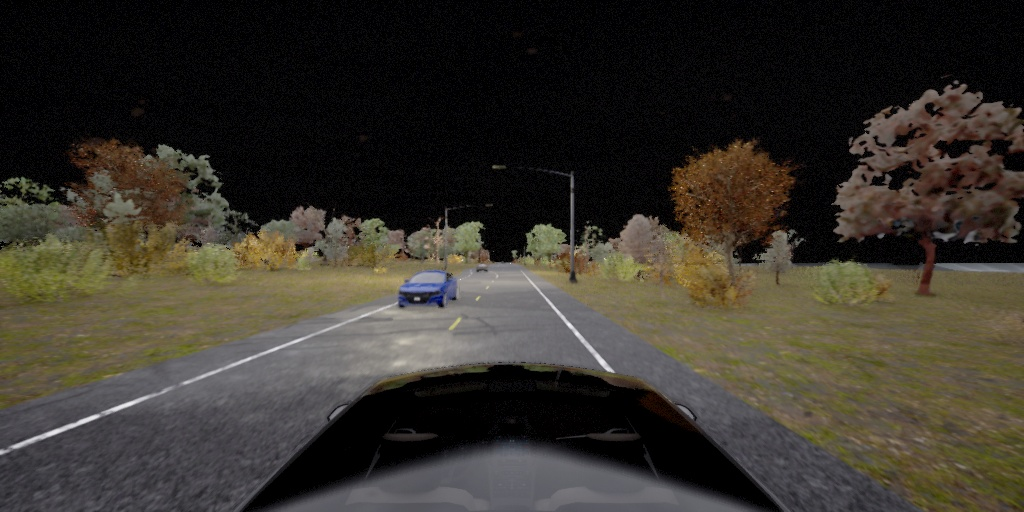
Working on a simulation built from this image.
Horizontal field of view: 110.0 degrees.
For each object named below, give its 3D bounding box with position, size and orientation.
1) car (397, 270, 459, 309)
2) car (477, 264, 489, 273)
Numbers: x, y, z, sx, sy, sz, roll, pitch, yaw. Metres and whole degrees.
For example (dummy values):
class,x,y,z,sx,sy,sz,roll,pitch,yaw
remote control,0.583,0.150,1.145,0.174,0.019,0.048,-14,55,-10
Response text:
class,x,y,z,sx,sy,sz,roll,pitch,yaw
car,-3.603,1.388,16.120,1.882,1.535,5.008,0,-1,0
car,-4.655,1.929,56.204,2.033,1.411,5.357,0,-1,-6
